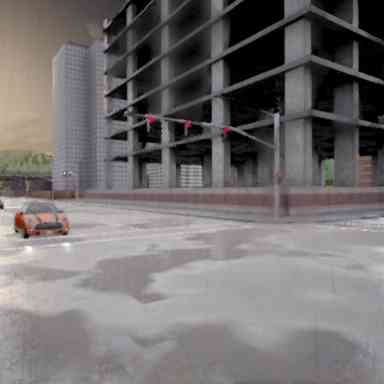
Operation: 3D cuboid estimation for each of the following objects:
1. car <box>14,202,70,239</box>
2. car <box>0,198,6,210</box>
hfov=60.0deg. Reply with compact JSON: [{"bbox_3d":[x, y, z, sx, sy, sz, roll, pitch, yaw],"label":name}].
[{"bbox_3d":[-8.123,1.369,17.847,2.097,1.767,4.553,-1,0,-35],"label":"car"},{"bbox_3d":[-25.246,1.541,42.668,1.837,1.490,4.892,-1,0,-35],"label":"car"}]
